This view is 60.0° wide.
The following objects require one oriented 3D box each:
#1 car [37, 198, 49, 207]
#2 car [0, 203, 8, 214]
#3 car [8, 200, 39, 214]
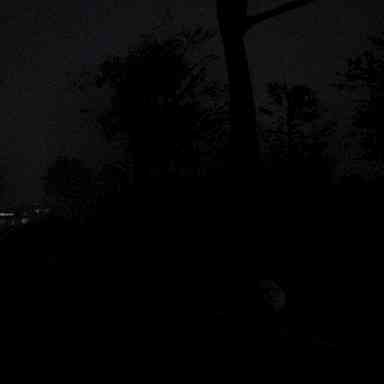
[{"bbox_3d":[-28.872,2.234,64.092,2.150,2.045,5.566,0,0,-26],"label":"car"},{"bbox_3d":[-28.019,2.400,49.196,1.812,1.442,4.674,0,-1,-7],"label":"car"},{"bbox_3d":[-24.755,2.349,49.083,1.837,1.490,4.892,0,-1,-7],"label":"car"}]
